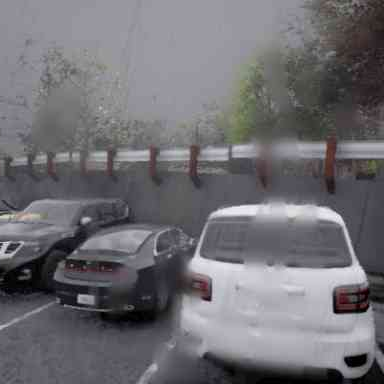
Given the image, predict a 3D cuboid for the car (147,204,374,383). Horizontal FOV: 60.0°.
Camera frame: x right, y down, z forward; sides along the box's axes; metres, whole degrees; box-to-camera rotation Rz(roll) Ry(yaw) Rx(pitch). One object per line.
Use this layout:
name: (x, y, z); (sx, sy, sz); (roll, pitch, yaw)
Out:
car: (1.470, 1.222, 5.855); (2.435, 2.045, 5.566); (0, -1, 15)

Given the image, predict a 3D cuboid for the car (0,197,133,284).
car: (-3.469, 1.181, 9.311); (2.435, 2.045, 5.566); (1, 0, 16)

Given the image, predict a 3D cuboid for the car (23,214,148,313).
car: (-1.016, 1.454, 7.575); (2.231, 1.521, 4.892); (0, -1, 16)
